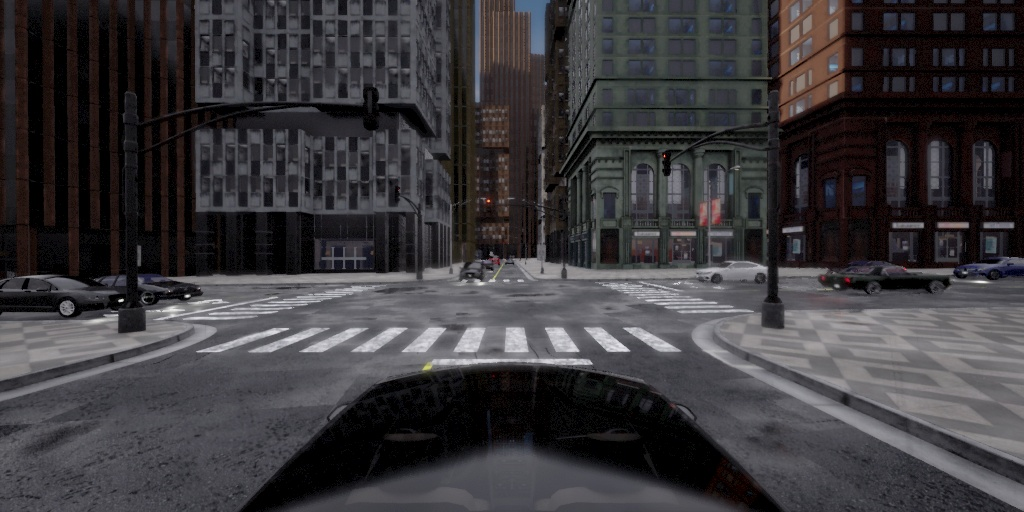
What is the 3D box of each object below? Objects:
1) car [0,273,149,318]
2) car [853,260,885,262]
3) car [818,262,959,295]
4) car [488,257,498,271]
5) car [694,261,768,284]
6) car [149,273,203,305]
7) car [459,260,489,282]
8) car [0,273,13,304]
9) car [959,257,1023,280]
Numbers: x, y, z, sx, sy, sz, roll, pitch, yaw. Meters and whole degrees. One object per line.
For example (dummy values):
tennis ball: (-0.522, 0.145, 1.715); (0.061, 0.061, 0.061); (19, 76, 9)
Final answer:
car: (-17.420, 1.492, 13.733); (4.892, 1.490, 1.837); (-1, 0, 0)
car: (23.422, 0.961, 23.793); (4.181, 1.385, 1.994); (-1, 0, 0)
car: (17.627, 1.106, 17.039); (4.718, 1.301, 1.895); (-1, 0, -1)
car: (-3.330, 1.261, 47.352); (2.033, 1.411, 5.357); (0, 0, 0)
car: (14.600, 1.036, 23.770); (4.674, 1.442, 1.812); (-1, 0, -1)
car: (-17.863, 1.524, 17.039); (5.357, 1.411, 2.033); (-1, 0, 5)
car: (-3.178, 1.247, 29.362); (1.837, 1.490, 4.892); (0, 0, 0)
car: (-27.349, 1.610, 16.958); (4.892, 1.490, 1.837); (-1, 0, 0)
car: (32.382, 0.809, 23.814); (4.674, 1.442, 1.812); (-1, 0, -1)
